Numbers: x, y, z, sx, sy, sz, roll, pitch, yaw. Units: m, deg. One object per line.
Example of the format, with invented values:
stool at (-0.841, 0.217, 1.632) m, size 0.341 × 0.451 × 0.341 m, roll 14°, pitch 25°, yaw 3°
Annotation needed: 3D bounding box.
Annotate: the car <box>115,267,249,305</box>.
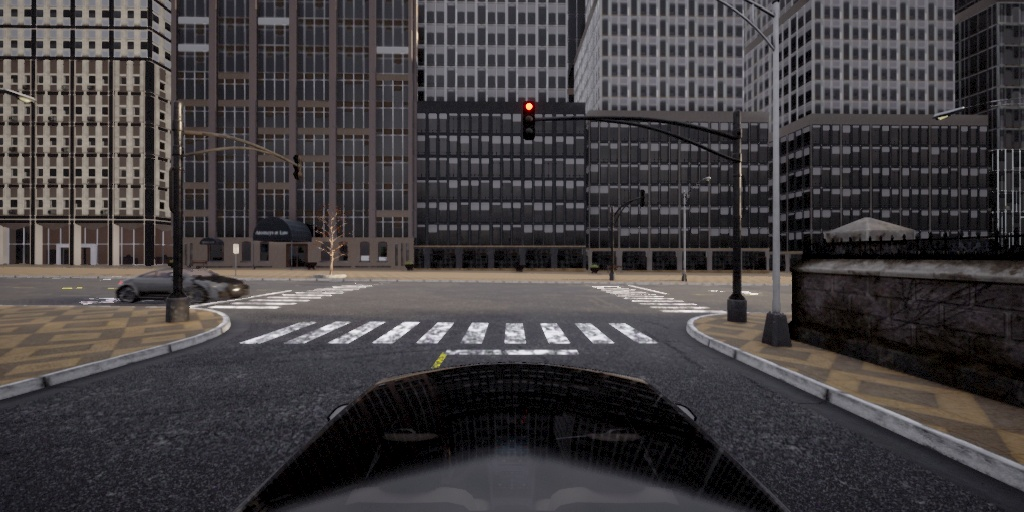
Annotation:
car at (-13.231, 1.163, 14.563) m, size 4.181 × 1.385 × 1.994 m, roll 1°, pitch 0°, yaw -1°
